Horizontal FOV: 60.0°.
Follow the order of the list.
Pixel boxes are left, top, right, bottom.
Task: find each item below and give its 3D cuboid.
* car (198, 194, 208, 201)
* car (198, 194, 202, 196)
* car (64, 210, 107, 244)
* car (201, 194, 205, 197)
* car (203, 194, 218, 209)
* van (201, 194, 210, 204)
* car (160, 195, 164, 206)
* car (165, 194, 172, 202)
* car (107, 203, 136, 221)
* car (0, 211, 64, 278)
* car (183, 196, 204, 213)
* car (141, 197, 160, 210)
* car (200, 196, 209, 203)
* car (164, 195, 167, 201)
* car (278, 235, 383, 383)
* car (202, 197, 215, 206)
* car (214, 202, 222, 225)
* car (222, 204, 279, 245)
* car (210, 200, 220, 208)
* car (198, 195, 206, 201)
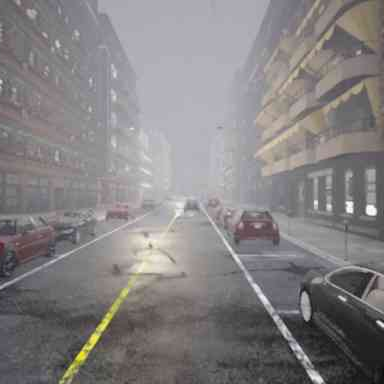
[{"bbox_3d":[2.711,1.326,83.480,2.192,1.841,5.009,1,0,0],"label":"car"},{"bbox_3d":[0.017,1.493,49.480,2.128,1.511,4.902,0,0,0],"label":"car"},{"bbox_3d":[-5.678,1.549,15.581,2.008,1.369,4.403,1,0,0],"label":"car"},{"bbox_3d":[2.707,1.440,49.510,1.967,1.590,4.097,1,0,0],"label":"car"},{"bbox_3d":[2.707,1.440,43.849,1.967,1.590,4.097,1,0,0],"label":"car"},{"bbox_3d":[2.709,1.345,66.495,1.690,1.788,3.998,1,0,0],"label":"van"},{"bbox_3d":[-5.674,1.526,49.381,1.752,1.417,4.829,1,0,0],"label":"car"},{"bbox_3d":[-5.669,1.323,77.859,2.192,1.841,5.009,1,0,0],"label":"car"},{"bbox_3d":[-5.677,1.544,26.905,1.887,1.381,4.507,1,0,0],"label":"car"},{"bbox_3d":[-5.676,1.439,9.920,1.967,1.590,4.097,1,0,0],"label":"car"},{"bbox_3d":[0.003,1.547,37.467,2.033,1.411,5.357,0,0,0],"label":"car"},{"bbox_3d":[-5.675,1.545,43.890,1.887,1.381,4.507,1,0,0],"label":"car"},{"bbox_3d":[2.706,1.588,72.157,1.802,1.307,4.206,1,0,0],"label":"car"},{"bbox_3d":[-5.674,1.526,55.042,1.752,1.417,4.829,1,0,0],"label":"car"},{"bbox_3d":[2.702,1.550,4.217,2.008,1.369,4.403,1,0,0],"label":"car"},{"bbox_3d":[2.706,1.552,55.172,2.008,1.369,4.403,1,0,0],"label":"car"},{"bbox_3d":[2.703,1.550,21.201,2.008,1.369,4.403,1,0,0],"label":"car"},{"bbox_3d":[2.704,1.439,15.539,1.967,1.590,4.097,1,0,0],"label":"car"},{"bbox_3d":[2.703,1.581,26.863,1.802,1.307,4.206,1,0,0],"label":"car"},{"bbox_3d":[2.708,1.579,89.142,1.947,1.339,4.313,1,0,0],"label":"car"}]
